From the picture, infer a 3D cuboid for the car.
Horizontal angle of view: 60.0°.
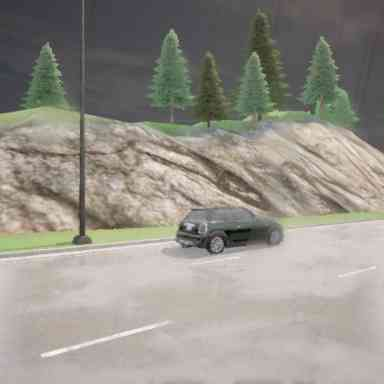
[{"bbox_3d":[1.632,1.354,13.532,4.553,1.767,2.097,0,0,-35],"label":"car"}]
